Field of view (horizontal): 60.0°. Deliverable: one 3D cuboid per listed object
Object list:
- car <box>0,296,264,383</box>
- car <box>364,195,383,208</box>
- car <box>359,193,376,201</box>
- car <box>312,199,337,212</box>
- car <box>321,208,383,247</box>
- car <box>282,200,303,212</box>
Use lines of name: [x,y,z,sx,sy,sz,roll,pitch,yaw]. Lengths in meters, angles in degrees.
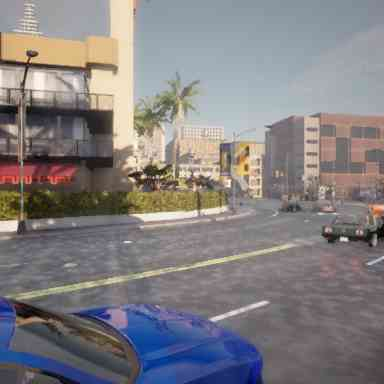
car: [-1.642,1.475,2.108,5.008,1.535,1.882,0,0,-36]
car: [15.860,1.356,28.110,2.097,1.767,4.553,0,0,22]
car: [36.605,1.224,70.992,2.185,1.767,4.553,0,0,-14]
car: [14.981,1.542,37.778,1.812,1.442,4.674,0,0,10]
car: [7.614,1.611,15.006,1.895,1.301,4.718,0,0,42]
car: [11.525,1.635,38.334,1.895,1.301,4.718,0,0,10]
